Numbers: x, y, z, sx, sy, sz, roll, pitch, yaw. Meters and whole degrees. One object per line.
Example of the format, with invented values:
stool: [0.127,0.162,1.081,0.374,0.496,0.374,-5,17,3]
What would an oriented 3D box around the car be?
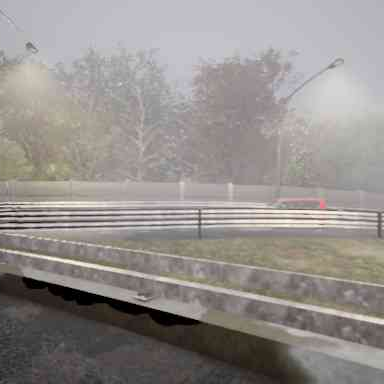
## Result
car: [6.314,1.392,22.073,5.566,2.045,2.150,1,0,-14]
